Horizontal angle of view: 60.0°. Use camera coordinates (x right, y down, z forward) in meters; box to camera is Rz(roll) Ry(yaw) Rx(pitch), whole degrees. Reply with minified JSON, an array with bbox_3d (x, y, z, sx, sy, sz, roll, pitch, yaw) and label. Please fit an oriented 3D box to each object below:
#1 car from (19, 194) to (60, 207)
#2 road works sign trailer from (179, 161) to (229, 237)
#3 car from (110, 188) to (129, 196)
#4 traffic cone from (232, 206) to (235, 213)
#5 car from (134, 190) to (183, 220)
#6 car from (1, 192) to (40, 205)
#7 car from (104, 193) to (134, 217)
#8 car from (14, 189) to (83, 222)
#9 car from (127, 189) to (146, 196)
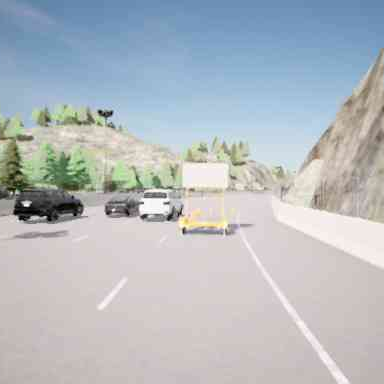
[{"bbox_3d":[-17.461,0.879,38.275,1.895,1.301,4.718,1,1,11],"label":"car"},{"bbox_3d":[0.666,0.226,16.722,2.380,3.560,2.880,1,1,7],"label":"road works sign trailer"},{"bbox_3d":[-16.955,0.004,77.897,2.097,1.767,4.553,1,1,20],"label":"car"},{"bbox_3d":[3.680,1.560,29.475,0.340,0.580,0.340,1,1,7],"label":"traffic cone"},{"bbox_3d":[-2.084,0.853,23.965,2.150,2.045,5.566,0,1,8],"label":"car"},{"bbox_3d":[-20.641,0.785,40.142,1.994,1.385,4.181,1,1,11],"label":"car"},{"bbox_3d":[-5.202,1.063,26.031,2.128,1.511,4.902,0,1,8],"label":"car"},{"bbox_3d":[-9.325,0.812,22.124,2.150,2.045,5.566,0,1,7],"label":"car"},{"bbox_3d":[-13.064,0.077,78.234,2.128,1.511,4.902,1,1,21],"label":"car"}]
